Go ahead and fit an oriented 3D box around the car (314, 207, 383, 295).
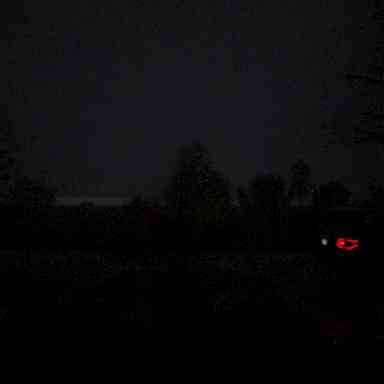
[{"bbox_3d":[6.192,1.465,8.921,5.566,2.045,2.150,1,0,-1],"label":"car"}]
